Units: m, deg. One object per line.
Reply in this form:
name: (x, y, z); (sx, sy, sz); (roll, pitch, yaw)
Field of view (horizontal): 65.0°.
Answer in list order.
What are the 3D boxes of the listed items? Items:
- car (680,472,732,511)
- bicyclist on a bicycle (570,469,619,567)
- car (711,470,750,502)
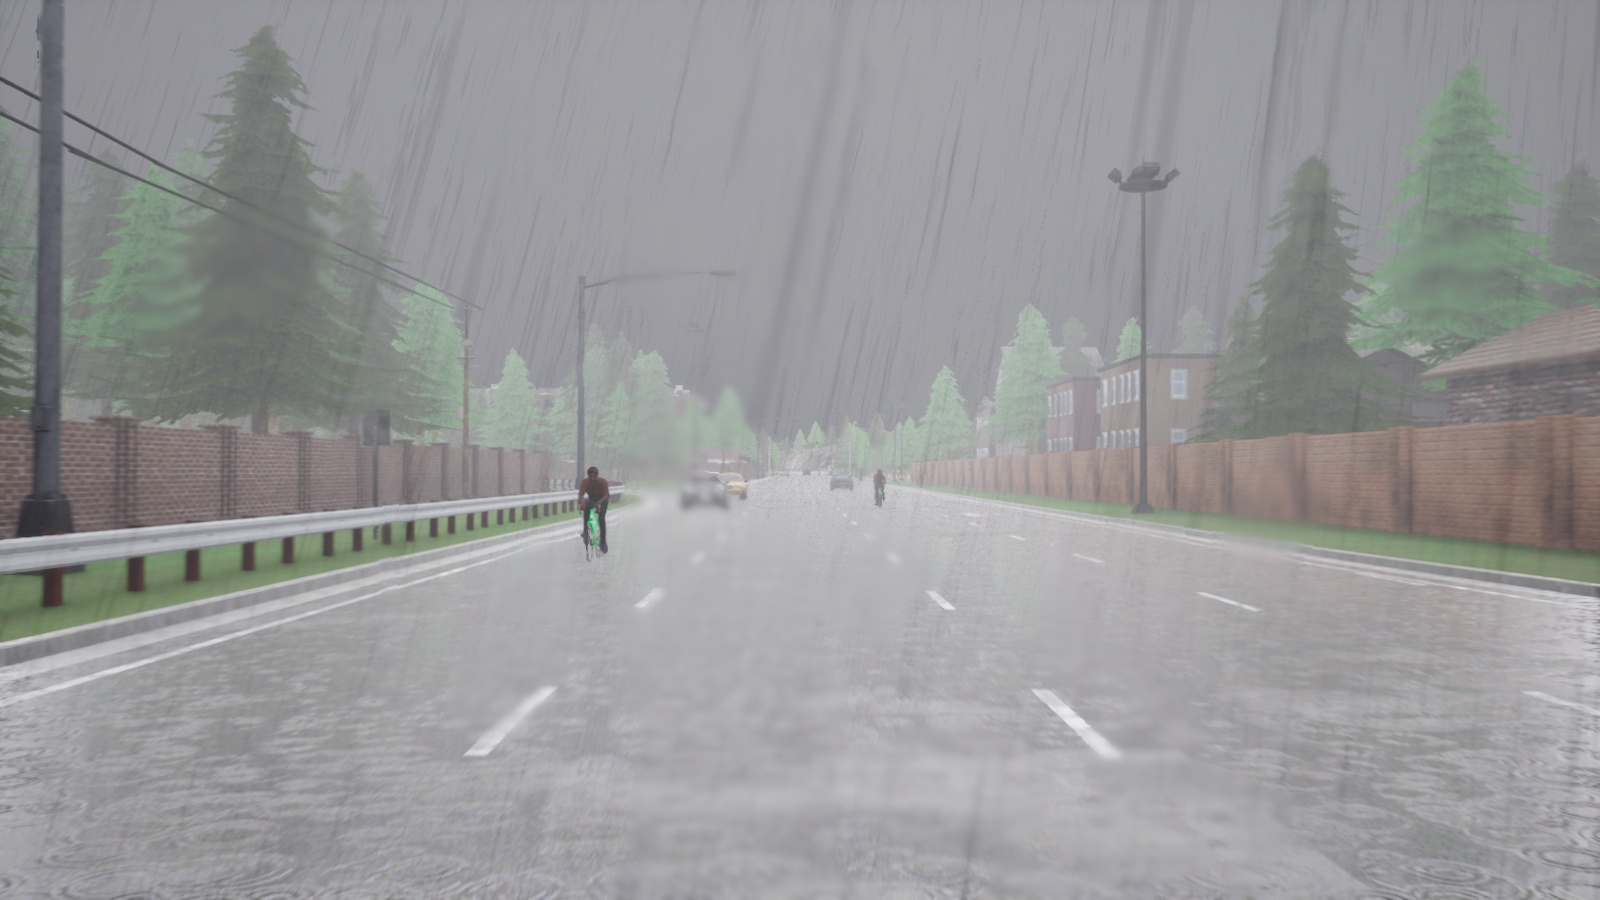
car: (-3.737, 1.638, 50.519); (1.970, 1.475, 3.806); (0, -1, -3)
bicyclist on a bicycle: (-3.553, 1.146, 21.809); (0.582, 1.620, 1.656); (0, 0, 0)
car: (-3.663, 1.881, 66.734); (1.801, 1.575, 5.366); (0, -1, 0)
